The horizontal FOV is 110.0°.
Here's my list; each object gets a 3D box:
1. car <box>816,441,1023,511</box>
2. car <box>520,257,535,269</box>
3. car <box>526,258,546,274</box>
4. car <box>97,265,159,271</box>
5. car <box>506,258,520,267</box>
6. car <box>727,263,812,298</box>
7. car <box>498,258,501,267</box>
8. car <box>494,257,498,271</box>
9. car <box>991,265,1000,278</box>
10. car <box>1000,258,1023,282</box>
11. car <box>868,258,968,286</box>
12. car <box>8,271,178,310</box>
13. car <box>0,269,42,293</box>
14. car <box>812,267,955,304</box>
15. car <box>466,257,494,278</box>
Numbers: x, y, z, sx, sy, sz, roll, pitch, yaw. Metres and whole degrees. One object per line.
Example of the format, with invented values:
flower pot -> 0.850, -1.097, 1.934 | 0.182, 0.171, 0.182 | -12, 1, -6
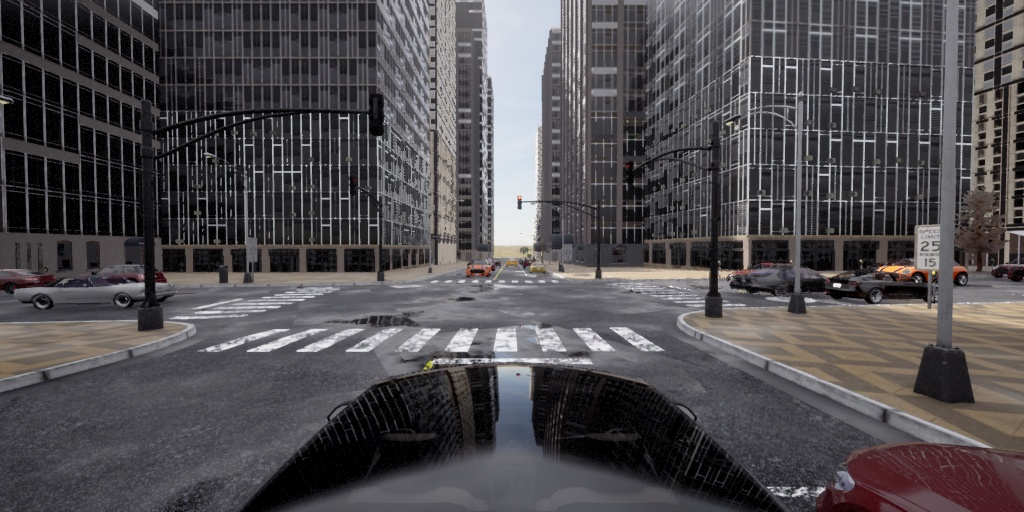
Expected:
car -> 2.692, 1.333, 0.408 | 1.802, 1.307, 4.207 | 0, 0, 0
car -> 2.710, 1.028, 55.027 | 2.192, 1.841, 5.009 | 0, 0, 0
car -> 2.806, 1.254, 39.946 | 1.751, 1.417, 4.829 | 0, 0, 0
car -> -22.578, 1.215, 20.541 | 4.097, 1.591, 1.967 | 0, 0, -5
car -> -0.025, 1.178, 65.005 | 1.882, 1.535, 5.008 | 0, 0, 0
car -> 13.812, 1.238, 17.904 | 5.357, 1.411, 2.033 | 0, 1, -8
car -> -3.076, 1.052, 64.689 | 2.097, 1.767, 4.553 | 0, 0, 0
car -> -3.117, 1.201, 46.140 | 1.882, 1.535, 5.008 | 0, 0, 0
car -> 37.693, 0.865, 26.122 | 4.097, 1.591, 1.967 | 0, 0, -5
car -> 35.349, 0.846, 23.279 | 4.553, 1.767, 2.097 | 0, 1, -5
car -> 25.340, 0.904, 22.359 | 4.553, 1.767, 2.097 | 0, 1, -5
car -> -17.345, 1.469, 15.199 | 4.718, 1.301, 1.895 | 0, 1, -6
car -> -28.204, 1.390, 20.016 | 4.207, 1.307, 1.802 | 0, 0, -5
car -> 16.124, 1.294, 15.706 | 4.313, 1.339, 1.948 | 0, 0, -5
car -> -3.112, 1.085, 34.291 | 2.097, 1.767, 4.553 | 0, 0, 0
